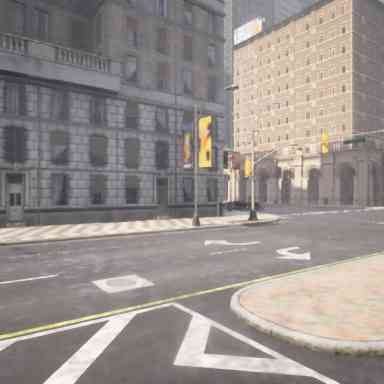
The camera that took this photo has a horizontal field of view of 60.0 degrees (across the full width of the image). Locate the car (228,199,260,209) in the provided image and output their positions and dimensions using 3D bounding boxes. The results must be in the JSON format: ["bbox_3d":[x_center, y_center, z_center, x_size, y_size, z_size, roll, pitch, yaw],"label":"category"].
[{"bbox_3d":[7.307,1.601,46.492,1.895,1.301,4.718,0,0,-36],"label":"car"}]
